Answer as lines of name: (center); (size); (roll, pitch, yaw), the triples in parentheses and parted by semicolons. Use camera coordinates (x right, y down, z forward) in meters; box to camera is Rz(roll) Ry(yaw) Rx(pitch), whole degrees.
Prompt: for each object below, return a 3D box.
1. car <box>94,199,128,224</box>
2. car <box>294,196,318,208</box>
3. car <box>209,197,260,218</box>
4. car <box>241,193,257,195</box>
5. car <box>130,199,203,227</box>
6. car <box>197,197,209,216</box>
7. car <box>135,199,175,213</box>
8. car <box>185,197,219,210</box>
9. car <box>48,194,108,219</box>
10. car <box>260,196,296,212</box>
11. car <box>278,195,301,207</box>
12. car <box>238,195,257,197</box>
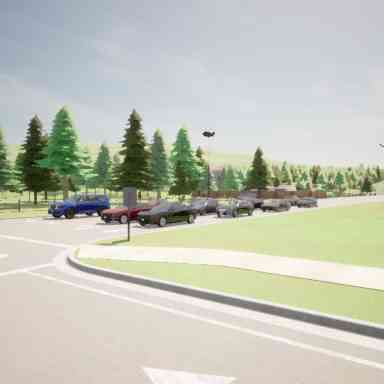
car: (-4.498, 1.478, 24.904); (1.882, 1.535, 5.008); (0, 0, 36)
car: (16.570, 1.502, 47.649); (1.837, 1.490, 4.892); (0, 1, 37)
car: (3.989, 1.492, 30.558); (2.128, 1.511, 4.902); (0, 0, 36)
car: (9.055, 1.215, 55.139); (2.150, 2.045, 5.566); (0, 1, 35)
car: (-1.627, 1.478, 22.900); (1.882, 1.535, 5.008); (0, 0, 36)
car: (1.313, 1.547, 32.827); (2.033, 1.411, 5.357); (0, 0, 37)
car: (-4.040, 1.526, 37.346); (1.812, 1.442, 4.674); (0, 0, 36)
car: (1.417, 1.491, 44.797); (2.128, 1.511, 4.902); (0, 0, 37)
car: (-9.816, 1.221, 29.488); (2.150, 2.045, 5.566); (0, 0, 37)
car: (9.754, 1.547, 38.419); (2.033, 1.411, 5.357); (0, 0, 36)
car: (15.190, 1.351, 51.651); (2.097, 1.767, 4.553); (0, 0, 37)
car: (7.126, 1.478, 40.746); (1.882, 1.535, 5.008); (0, 0, 36)
